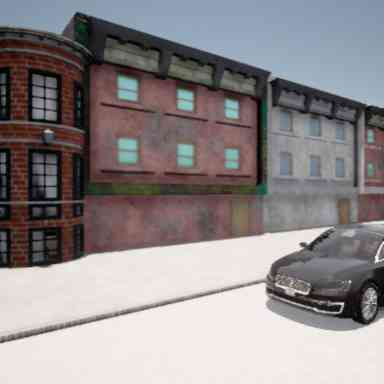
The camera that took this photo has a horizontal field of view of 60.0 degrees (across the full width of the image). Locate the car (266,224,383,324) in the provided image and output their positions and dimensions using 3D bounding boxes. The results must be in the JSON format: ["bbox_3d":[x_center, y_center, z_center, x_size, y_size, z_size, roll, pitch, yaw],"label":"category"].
[{"bbox_3d":[3.696,1.500,7.219,4.892,1.490,1.837,0,0,-35],"label":"car"}]
